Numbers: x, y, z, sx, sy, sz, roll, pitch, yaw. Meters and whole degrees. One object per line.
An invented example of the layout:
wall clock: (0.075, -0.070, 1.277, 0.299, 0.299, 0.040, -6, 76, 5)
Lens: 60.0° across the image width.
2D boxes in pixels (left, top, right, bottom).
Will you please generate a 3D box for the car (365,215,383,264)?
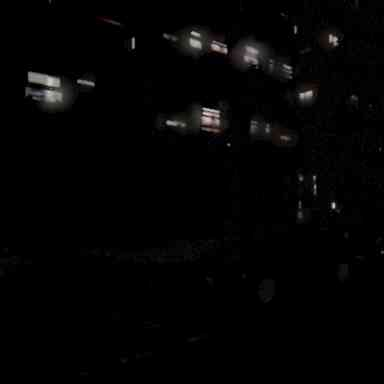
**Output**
car: (6.826, 1.505, 11.420, 4.097, 1.590, 1.967, 0, 0, -35)

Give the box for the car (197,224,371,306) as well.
car: (2.192, 1.578, 8.116, 4.507, 1.381, 1.887, 0, 0, -35)

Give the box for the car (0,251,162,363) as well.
car: (-2.441, 1.586, 4.812, 4.206, 1.307, 1.802, 0, 0, -35)
